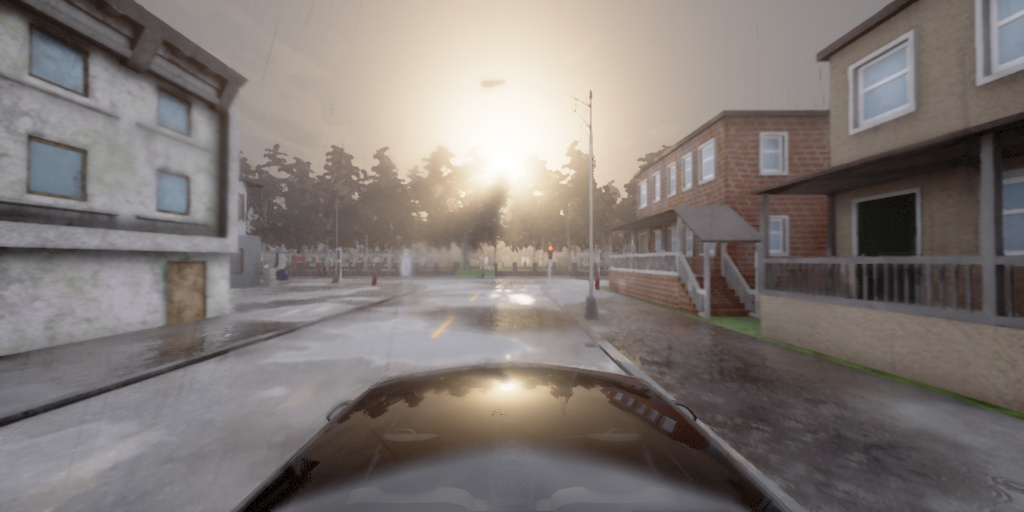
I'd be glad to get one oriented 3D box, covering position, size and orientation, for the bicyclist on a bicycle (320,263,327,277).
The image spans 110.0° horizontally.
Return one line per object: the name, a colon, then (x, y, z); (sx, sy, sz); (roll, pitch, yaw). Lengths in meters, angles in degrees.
bicyclist on a bicycle: (-22.038, 1.662, 41.933); (0.582, 1.620, 1.656); (0, -1, 0)
